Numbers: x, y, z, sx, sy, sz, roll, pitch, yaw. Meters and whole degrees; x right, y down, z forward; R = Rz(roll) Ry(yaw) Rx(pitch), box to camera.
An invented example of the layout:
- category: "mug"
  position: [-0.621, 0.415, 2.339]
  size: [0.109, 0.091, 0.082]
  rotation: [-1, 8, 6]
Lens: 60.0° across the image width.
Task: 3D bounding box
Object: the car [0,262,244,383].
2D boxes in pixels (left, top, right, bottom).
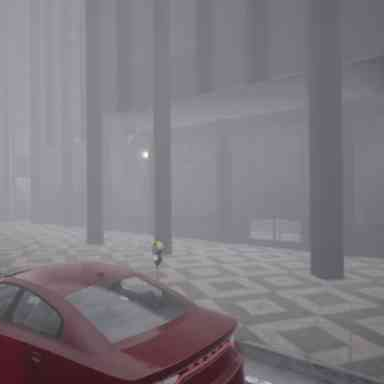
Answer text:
- category: "car"
  position: [-1.598, 1.540, 3.999]
  size: [4.507, 1.381, 1.887]
  rotation: [0, -1, 36]
